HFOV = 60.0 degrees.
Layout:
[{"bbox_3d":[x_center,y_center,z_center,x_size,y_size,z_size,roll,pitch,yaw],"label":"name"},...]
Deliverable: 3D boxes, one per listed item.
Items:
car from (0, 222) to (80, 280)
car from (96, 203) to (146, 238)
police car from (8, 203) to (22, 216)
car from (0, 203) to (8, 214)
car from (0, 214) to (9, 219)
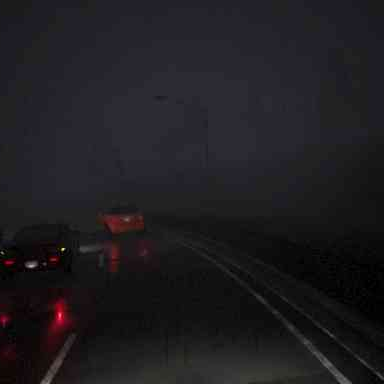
[{"bbox_3d":[-4.696,1.696,10.706,1.812,1.442,4.674,-1,0,-15],"label":"car"},{"bbox_3d":[-4.255,1.506,19.282,2.097,1.767,4.553,-2,0,-24],"label":"car"},{"bbox_3d":[-24.250,2.304,43.683,5.238,1.638,1.930,-2,0,40],"label":"police car"},{"bbox_3d":[-23.396,2.325,38.328,5.008,1.535,1.882,-2,-1,42],"label":"car"},{"bbox_3d":[-9.855,1.958,15.296,1.895,1.301,4.718,-2,0,-25],"label":"car"}]
